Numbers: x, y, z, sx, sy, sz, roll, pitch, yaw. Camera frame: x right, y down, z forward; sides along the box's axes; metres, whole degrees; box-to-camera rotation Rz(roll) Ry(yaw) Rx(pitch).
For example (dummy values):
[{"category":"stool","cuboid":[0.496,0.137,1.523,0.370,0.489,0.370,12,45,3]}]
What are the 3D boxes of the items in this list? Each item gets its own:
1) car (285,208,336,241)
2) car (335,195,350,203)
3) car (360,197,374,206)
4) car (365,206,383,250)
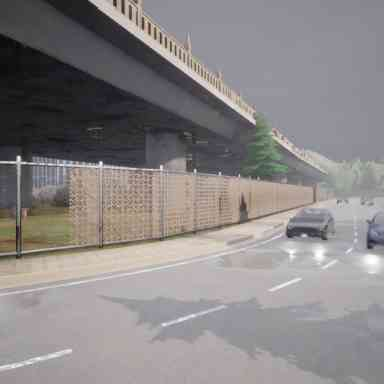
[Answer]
[{"category":"car","cuboid":[6.254,1.547,17.104,2.033,1.411,5.357,0,0,29]},{"category":"car","cuboid":[24.632,1.218,54.322,1.837,1.490,4.892,0,0,26]},{"category":"car","cuboid":[27.777,1.532,52.788,2.128,1.511,4.902,0,0,26]},{"category":"car","cuboid":[8.359,1.525,13.837,1.812,1.442,4.674,0,0,30]}]
